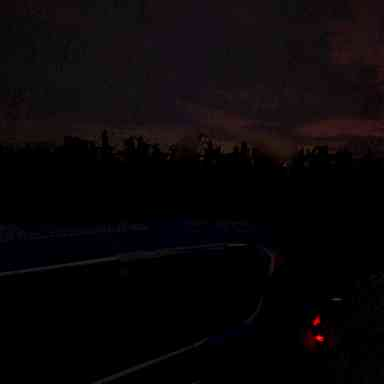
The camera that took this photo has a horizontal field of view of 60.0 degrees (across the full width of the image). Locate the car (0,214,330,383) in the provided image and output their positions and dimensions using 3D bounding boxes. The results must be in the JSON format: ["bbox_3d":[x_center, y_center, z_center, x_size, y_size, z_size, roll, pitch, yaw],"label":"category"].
[{"bbox_3d":[-1.502,1.229,1.843,5.566,2.045,2.150,0,0,-37],"label":"car"}]
